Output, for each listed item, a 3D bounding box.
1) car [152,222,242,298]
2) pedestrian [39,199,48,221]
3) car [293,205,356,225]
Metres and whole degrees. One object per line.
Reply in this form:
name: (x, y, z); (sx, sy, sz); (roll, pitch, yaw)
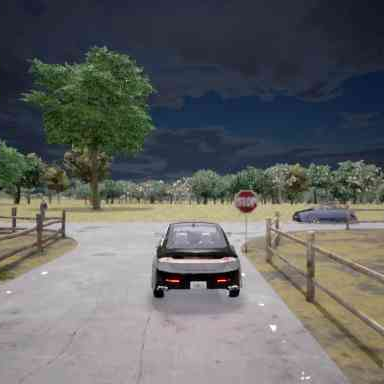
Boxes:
car: (0.049, 1.505, 8.545); (2.128, 1.511, 4.902); (0, 0, -2)
pedestrian: (-12.116, 1.439, 27.076); (0.375, 1.860, 0.375); (0, -1, 0)
car: (9.406, 1.586, 23.787); (4.181, 1.385, 1.994); (0, -2, -2)
